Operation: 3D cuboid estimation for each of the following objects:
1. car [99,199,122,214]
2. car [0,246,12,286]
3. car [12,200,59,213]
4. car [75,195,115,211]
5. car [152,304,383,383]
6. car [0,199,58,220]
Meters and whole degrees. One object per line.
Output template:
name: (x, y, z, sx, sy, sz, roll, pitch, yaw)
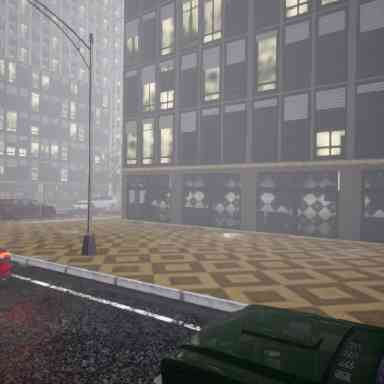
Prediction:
car: (-8.100, 1.830, 39.188, 1.752, 1.417, 4.829, 1, 0, 36)
car: (-6.128, 1.521, 8.018, 4.674, 1.442, 1.812, 0, 0, 35)
car: (-18.395, 1.643, 39.327, 1.752, 1.417, 4.829, 1, 0, 36)
car: (-12.327, 1.439, 43.189, 2.150, 2.045, 5.566, 1, 0, 36)
car: (1.983, 1.601, 2.272, 4.718, 1.301, 1.895, 0, 0, 35)
car: (-14.875, 1.519, 29.960, 2.192, 1.841, 5.009, 1, 0, 36)
